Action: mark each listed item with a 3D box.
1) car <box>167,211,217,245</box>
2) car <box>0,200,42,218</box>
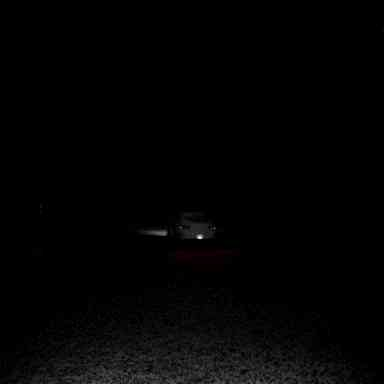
[{"bbox_3d":[-0.087,1.637,16.005,1.812,1.442,4.674,1,0,-10],"label":"car"},{"bbox_3d":[-15.290,1.396,28.168,4.902,1.511,2.128,1,-1,-1],"label":"car"}]
